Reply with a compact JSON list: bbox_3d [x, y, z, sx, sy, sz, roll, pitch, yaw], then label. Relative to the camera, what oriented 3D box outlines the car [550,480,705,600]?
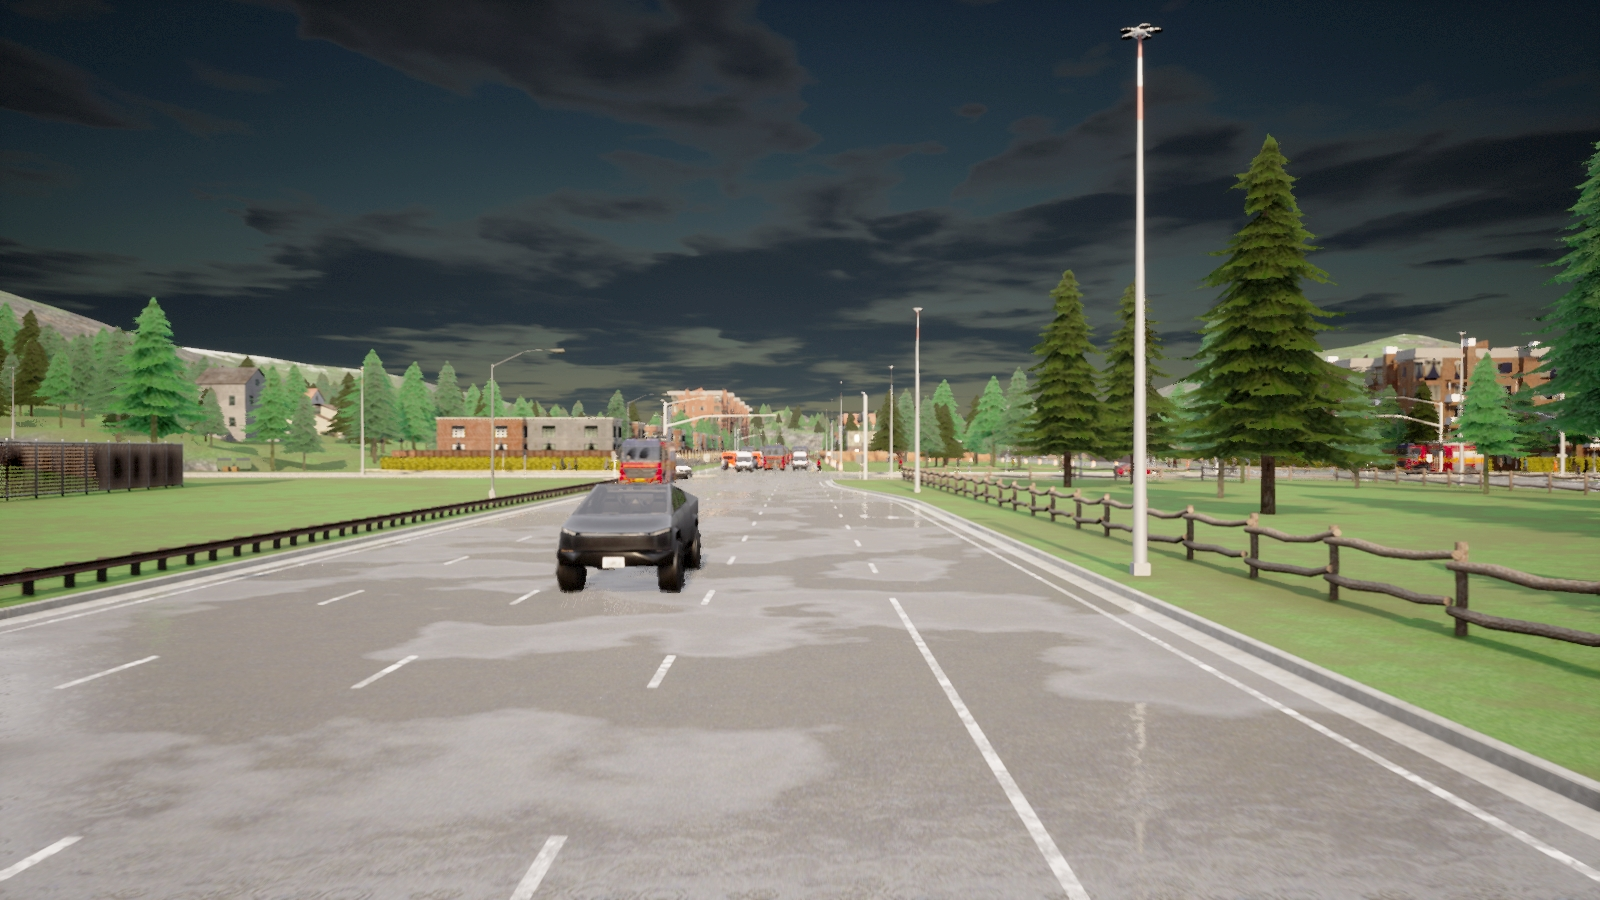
[{"bbox_3d":[-3.503,1.763,24.576,2.390,2.098,6.274,0,0,0],"label":"car"}]
